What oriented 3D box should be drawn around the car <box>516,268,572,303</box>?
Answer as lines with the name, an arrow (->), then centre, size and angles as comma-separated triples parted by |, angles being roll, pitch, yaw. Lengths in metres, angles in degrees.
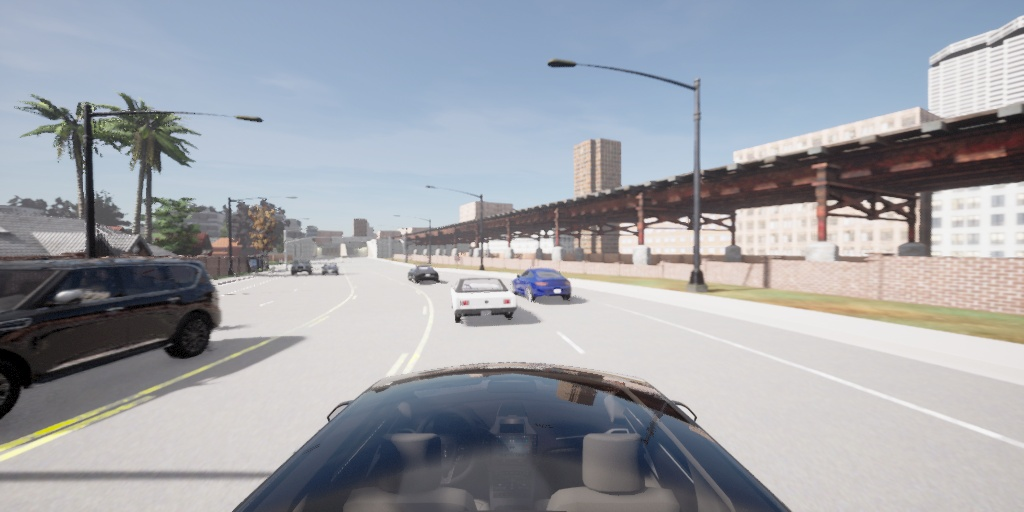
car -> 1.297, 1.288, 16.992 | 1.812, 1.442, 4.674 | -1, 0, -14

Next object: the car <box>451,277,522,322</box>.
car -> -1.182, 1.387, 12.619 | 1.895, 1.301, 4.718 | -1, 0, -11

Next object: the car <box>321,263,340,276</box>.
car -> -22.388, 1.650, 44.314 | 2.128, 1.511, 4.902 | -1, 0, -26

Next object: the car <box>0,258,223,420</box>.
car -> -7.364, 1.051, 5.709 | 2.150, 2.045, 5.566 | 0, 0, -6

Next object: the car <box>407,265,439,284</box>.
car -> -7.325, 1.461, 29.459 | 1.994, 1.385, 4.181 | -1, 0, -25

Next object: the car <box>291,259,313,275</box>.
car -> -28.084, 1.475, 48.078 | 2.150, 2.045, 5.566 | -1, 0, -25
